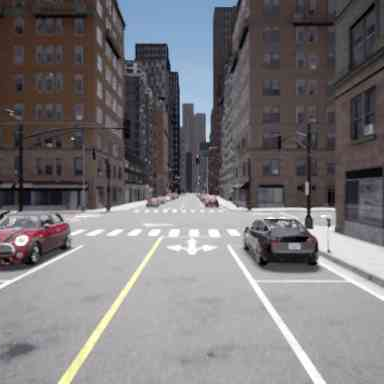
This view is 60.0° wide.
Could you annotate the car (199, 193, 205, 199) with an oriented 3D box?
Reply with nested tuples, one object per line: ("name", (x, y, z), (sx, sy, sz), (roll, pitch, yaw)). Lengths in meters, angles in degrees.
("car", (2.942, 1.359, 70.069), (1.967, 1.590, 4.097), (0, 0, 0))

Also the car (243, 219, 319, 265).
("car", (2.858, 1.540, 11.343), (1.947, 1.339, 4.313), (0, 0, 0))

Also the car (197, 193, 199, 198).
("car", (2.964, 1.370, 80.887), (1.967, 1.590, 4.097), (0, 0, 0))

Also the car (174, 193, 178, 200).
("car", (-5.551, 1.255, 86.308), (2.192, 1.841, 5.009), (0, 0, 0))

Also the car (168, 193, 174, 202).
("car", (-5.572, 1.450, 75.321), (1.752, 1.417, 4.829), (0, 0, 0))

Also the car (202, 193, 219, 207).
("car", (2.899, 1.362, 48.433), (1.967, 1.590, 4.097), (0, 0, 0))

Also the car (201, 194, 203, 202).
("car", (2.910, 1.444, 54.013), (1.752, 1.417, 4.829), (0, 0, 0))

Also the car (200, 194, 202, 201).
("car", (2.921, 1.467, 59.251), (2.008, 1.369, 4.403), (0, 0, 0))

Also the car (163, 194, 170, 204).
("car", (-5.603, 1.468, 59.265), (2.008, 1.369, 4.403), (0, 0, 0))

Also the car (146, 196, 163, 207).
("car", (-5.626, 1.505, 48.448), (1.802, 1.307, 4.206), (0, 0, 0))

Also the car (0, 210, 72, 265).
("car", (-5.668, 1.415, 11.345), (1.967, 1.590, 4.097), (0, 0, 0))

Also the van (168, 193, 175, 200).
("van", (-5.541, 1.291, 91.716), (1.690, 1.788, 3.998), (0, 0, 0))
